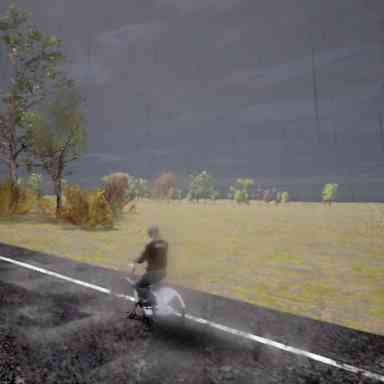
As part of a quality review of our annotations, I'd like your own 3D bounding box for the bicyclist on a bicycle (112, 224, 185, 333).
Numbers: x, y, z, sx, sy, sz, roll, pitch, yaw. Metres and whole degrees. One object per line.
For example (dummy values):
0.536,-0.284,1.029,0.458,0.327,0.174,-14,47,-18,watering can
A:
-0.833,1.447,5.868,1.843,1.776,0.659,0,-1,40,bicyclist on a bicycle
